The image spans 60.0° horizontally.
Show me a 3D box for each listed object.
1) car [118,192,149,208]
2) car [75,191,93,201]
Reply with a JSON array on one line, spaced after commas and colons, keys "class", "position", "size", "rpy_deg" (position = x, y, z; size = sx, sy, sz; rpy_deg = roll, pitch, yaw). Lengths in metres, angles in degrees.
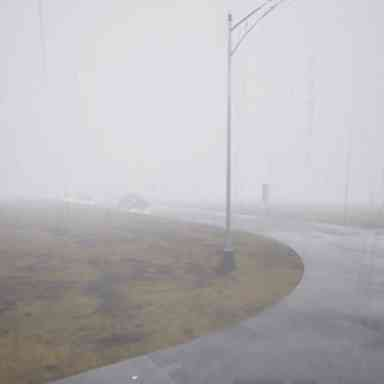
[{"class": "car", "position": [-6.558, 0.848, 37.324], "size": [2.097, 1.767, 4.553], "rpy_deg": [2, 0, -34]}, {"class": "car", "position": [-17.549, 0.634, 53.892], "size": [1.882, 1.535, 5.008], "rpy_deg": [2, 0, -34]}]
